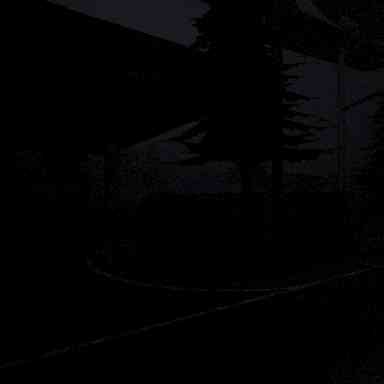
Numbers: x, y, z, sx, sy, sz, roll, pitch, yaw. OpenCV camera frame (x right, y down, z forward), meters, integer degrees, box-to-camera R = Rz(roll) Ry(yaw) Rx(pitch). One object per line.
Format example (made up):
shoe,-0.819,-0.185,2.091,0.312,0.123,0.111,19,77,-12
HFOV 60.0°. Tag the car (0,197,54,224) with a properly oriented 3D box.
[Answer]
car,-11.955,1.313,23.487,3.866,1.878,1.905,0,0,-36
